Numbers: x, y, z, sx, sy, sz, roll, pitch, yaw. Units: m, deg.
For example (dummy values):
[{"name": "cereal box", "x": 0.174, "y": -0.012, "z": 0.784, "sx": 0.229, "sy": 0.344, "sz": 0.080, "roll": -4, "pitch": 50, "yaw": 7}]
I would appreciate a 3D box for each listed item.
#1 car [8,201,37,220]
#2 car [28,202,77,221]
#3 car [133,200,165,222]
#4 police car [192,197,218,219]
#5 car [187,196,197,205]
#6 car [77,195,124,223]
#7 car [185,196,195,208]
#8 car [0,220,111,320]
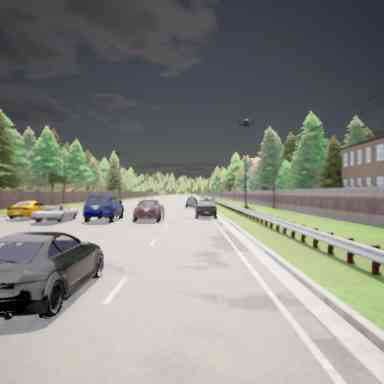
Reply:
[{"name": "car", "x": -13.899, "y": 1.518, "z": 28.810, "sx": 1.882, "sy": 1.535, "sz": 5.008, "roll": 0, "pitch": 0, "yaw": 0}, {"name": "car", "x": -10.399, "y": 1.637, "z": 25.675, "sx": 1.895, "sy": 1.301, "sz": 4.718, "roll": 0, "pitch": 0, "yaw": 0}, {"name": "car", "x": -3.400, "y": 1.390, "z": 26.952, "sx": 2.097, "sy": 1.767, "sz": 4.553, "roll": 0, "pitch": 0, "yaw": 0}, {"name": "police car", "x": 1.225, "y": 1.467, "z": 29.939, "sx": 1.930, "sy": 1.638, "sz": 5.238, "roll": 0, "pitch": 0, "yaw": 0}, {"name": "car", "x": 0.002, "y": 1.592, "z": 64.455, "sx": 1.837, "sy": 1.490, "sz": 4.892, "roll": 0, "pitch": 0, "yaw": 0}, {"name": "car", "x": -6.899, "y": 1.258, "z": 26.415, "sx": 2.150, "sy": 2.045, "sz": 5.566, "roll": 0, "pitch": 0, "yaw": 0}, {"name": "car", "x": 0.008, "y": 1.634, "z": 50.052, "sx": 1.994, "sy": 1.385, "sz": 4.181, "roll": 0, "pitch": 0, "yaw": 0}, {"name": "car", "x": -3.400, "y": 1.574, "z": 7.454, "sx": 1.994, "sy": 1.385, "sz": 4.181, "roll": 0, "pitch": 0, "yaw": 0}]
